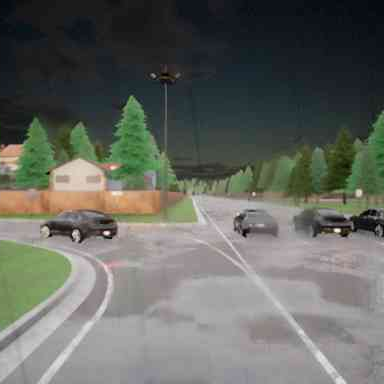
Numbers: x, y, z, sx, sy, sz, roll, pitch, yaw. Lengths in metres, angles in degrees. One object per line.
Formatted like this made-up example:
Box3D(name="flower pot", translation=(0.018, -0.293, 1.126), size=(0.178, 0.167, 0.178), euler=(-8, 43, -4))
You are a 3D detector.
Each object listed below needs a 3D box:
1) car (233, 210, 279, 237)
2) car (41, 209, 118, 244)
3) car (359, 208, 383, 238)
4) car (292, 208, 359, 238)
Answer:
Box3D(name="car", translation=(3.548, 1.698, 19.081), size=(1.994, 1.385, 4.181), euler=(0, 0, 0))
Box3D(name="car", translation=(-5.727, 1.622, 16.649), size=(4.892, 1.490, 1.837), euler=(0, -2, 40))
Box3D(name="car", translation=(10.550, 1.635, 18.564), size=(1.837, 1.490, 4.892), euler=(0, 0, 0))
Box3D(name="car", translation=(7.051, 1.635, 18.586), size=(1.837, 1.490, 4.892), euler=(0, 0, 0))
